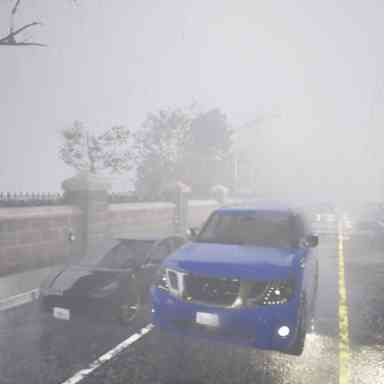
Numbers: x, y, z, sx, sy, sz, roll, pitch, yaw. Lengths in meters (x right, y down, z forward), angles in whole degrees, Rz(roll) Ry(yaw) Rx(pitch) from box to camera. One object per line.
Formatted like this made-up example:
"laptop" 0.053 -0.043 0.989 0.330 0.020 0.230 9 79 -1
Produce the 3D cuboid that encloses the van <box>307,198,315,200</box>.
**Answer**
"van" 14.725 1.785 43.420 1.690 1.788 3.998 0 -1 24

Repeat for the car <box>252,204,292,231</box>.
"car" 5.607 1.649 22.825 1.967 1.590 4.097 0 -1 24

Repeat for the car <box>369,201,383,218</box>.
"car" 20.108 1.842 34.878 1.967 1.590 4.097 0 -1 24

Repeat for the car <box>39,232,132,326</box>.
"car" -1.231 1.614 7.384 1.947 1.339 4.313 0 0 24

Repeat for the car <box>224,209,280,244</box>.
"car" 3.327 1.696 17.679 1.887 1.381 4.507 0 -1 24

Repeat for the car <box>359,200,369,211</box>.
"car" 26.946 2.146 50.321 1.947 1.339 4.313 0 -1 24

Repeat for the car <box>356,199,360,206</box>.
"car" 31.505 2.142 60.617 1.967 1.590 4.097 0 -1 24

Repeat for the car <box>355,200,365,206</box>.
"car" 38.343 2.476 76.059 1.802 1.307 4.206 0 -1 24

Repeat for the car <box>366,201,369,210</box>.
"car" 22.387 2.043 40.025 1.802 1.307 4.206 0 -1 24

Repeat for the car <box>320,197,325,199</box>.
"car" 23.844 2.000 64.011 2.192 1.841 5.009 0 -1 24

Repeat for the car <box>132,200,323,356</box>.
"car" 1.315 1.279 6.733 2.150 2.045 5.566 0 0 24

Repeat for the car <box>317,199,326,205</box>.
"car" 32.959 2.487 84.600 1.887 1.381 4.507 0 -1 24

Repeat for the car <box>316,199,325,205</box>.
"car" 30.680 2.459 79.452 1.802 1.307 4.206 0 -1 24

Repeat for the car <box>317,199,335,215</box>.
"car" 16.407 1.955 40.576 1.812 1.442 4.674 0 -1 24

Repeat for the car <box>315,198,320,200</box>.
"car" 19.283 2.129 53.714 1.947 1.339 4.313 0 -1 24

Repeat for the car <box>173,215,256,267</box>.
"car" 1.049 1.681 12.532 1.802 1.307 4.206 0 0 24

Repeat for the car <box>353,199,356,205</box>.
"car" 36.133 2.356 71.067 1.752 1.417 4.829 0 -1 24
